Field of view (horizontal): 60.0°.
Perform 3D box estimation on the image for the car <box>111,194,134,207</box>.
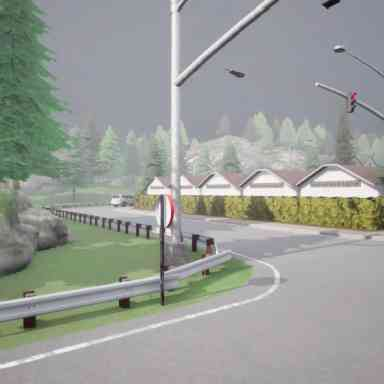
[{"bbox_3d":[-10.501,1.397,53.881,2.150,2.045,5.566,0,0,36],"label":"car"}]
